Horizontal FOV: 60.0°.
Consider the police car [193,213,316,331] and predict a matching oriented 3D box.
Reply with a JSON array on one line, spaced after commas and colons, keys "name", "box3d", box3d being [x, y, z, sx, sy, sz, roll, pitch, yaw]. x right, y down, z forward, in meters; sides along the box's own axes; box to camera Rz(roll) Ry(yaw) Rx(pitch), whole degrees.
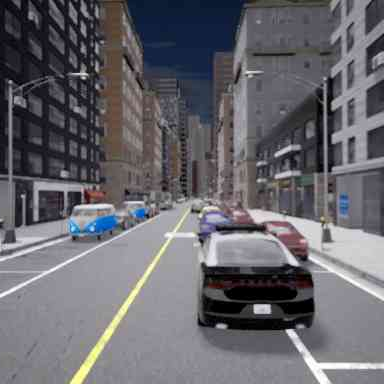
[{"name": "police car", "box3d": [1.053, 1.511, 7.365, 1.930, 1.638, 5.238, 0, -1, 1]}]

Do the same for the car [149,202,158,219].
[{"name": "car", "box3d": [-5.041, 2.015, 34.691, 1.947, 1.339, 4.313, 0, -1, 1]}]

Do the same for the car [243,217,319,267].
[{"name": "car", "box3d": [3.100, 1.720, 12.543, 1.802, 1.307, 4.206, 0, -1, 1]}]

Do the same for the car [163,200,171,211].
[{"name": "car", "box3d": [-4.754, 2.219, 51.191, 1.947, 1.339, 4.313, 0, -1, 1]}]

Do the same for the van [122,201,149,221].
[{"name": "van", "box3d": [-5.138, 1.723, 29.194, 1.690, 1.788, 3.998, 0, -1, 1]}]

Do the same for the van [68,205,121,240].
[{"name": "van", "box3d": [-5.330, 1.590, 18.194, 1.690, 1.788, 3.998, 0, -1, 1]}]

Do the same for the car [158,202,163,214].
[{"name": "car", "box3d": [-4.945, 2.099, 40.191, 1.802, 1.307, 4.206, 0, -1, 1]}]

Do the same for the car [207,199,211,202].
[{"name": "car", "box3d": [3.770, 2.160, 51.044, 2.008, 1.369, 4.403, 0, -1, 1]}]

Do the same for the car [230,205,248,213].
[{"name": "car", "box3d": [3.292, 1.853, 23.542, 1.802, 1.307, 4.206, 0, -1, 1]}]

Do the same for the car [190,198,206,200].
[{"name": "car", "box3d": [1.028, 2.231, 57.599, 1.812, 1.442, 4.674, 0, -1, 1]}]

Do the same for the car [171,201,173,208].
[{"name": "car", "box3d": [-4.659, 2.304, 56.691, 1.802, 1.307, 4.206, 0, -1, 1]}]

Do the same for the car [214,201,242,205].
[{"name": "car", "box3d": [3.385, 1.653, 29.046, 2.192, 1.841, 5.009, 0, -1, 1]}]

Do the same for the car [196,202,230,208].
[{"name": "car", "box3d": [1.333, 1.735, 23.442, 1.801, 1.575, 5.366, 0, -1, 1]}]

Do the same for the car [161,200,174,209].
[{"name": "car", "box3d": [-4.564, 2.231, 62.193, 1.967, 1.590, 4.097, 0, -1, 1]}]

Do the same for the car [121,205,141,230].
[{"name": "car", "box3d": [-5.233, 1.866, 23.691, 2.008, 1.369, 4.403, 0, -1, 1]}]

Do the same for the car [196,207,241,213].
[{"name": "car", "box3d": [1.226, 1.731, 17.252, 1.812, 1.442, 4.674, 0, -1, 1]}]

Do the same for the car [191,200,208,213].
[{"name": "car", "box3d": [0.820, 2.106, 44.479, 1.994, 1.385, 4.181, 0, -1, 1]}]
